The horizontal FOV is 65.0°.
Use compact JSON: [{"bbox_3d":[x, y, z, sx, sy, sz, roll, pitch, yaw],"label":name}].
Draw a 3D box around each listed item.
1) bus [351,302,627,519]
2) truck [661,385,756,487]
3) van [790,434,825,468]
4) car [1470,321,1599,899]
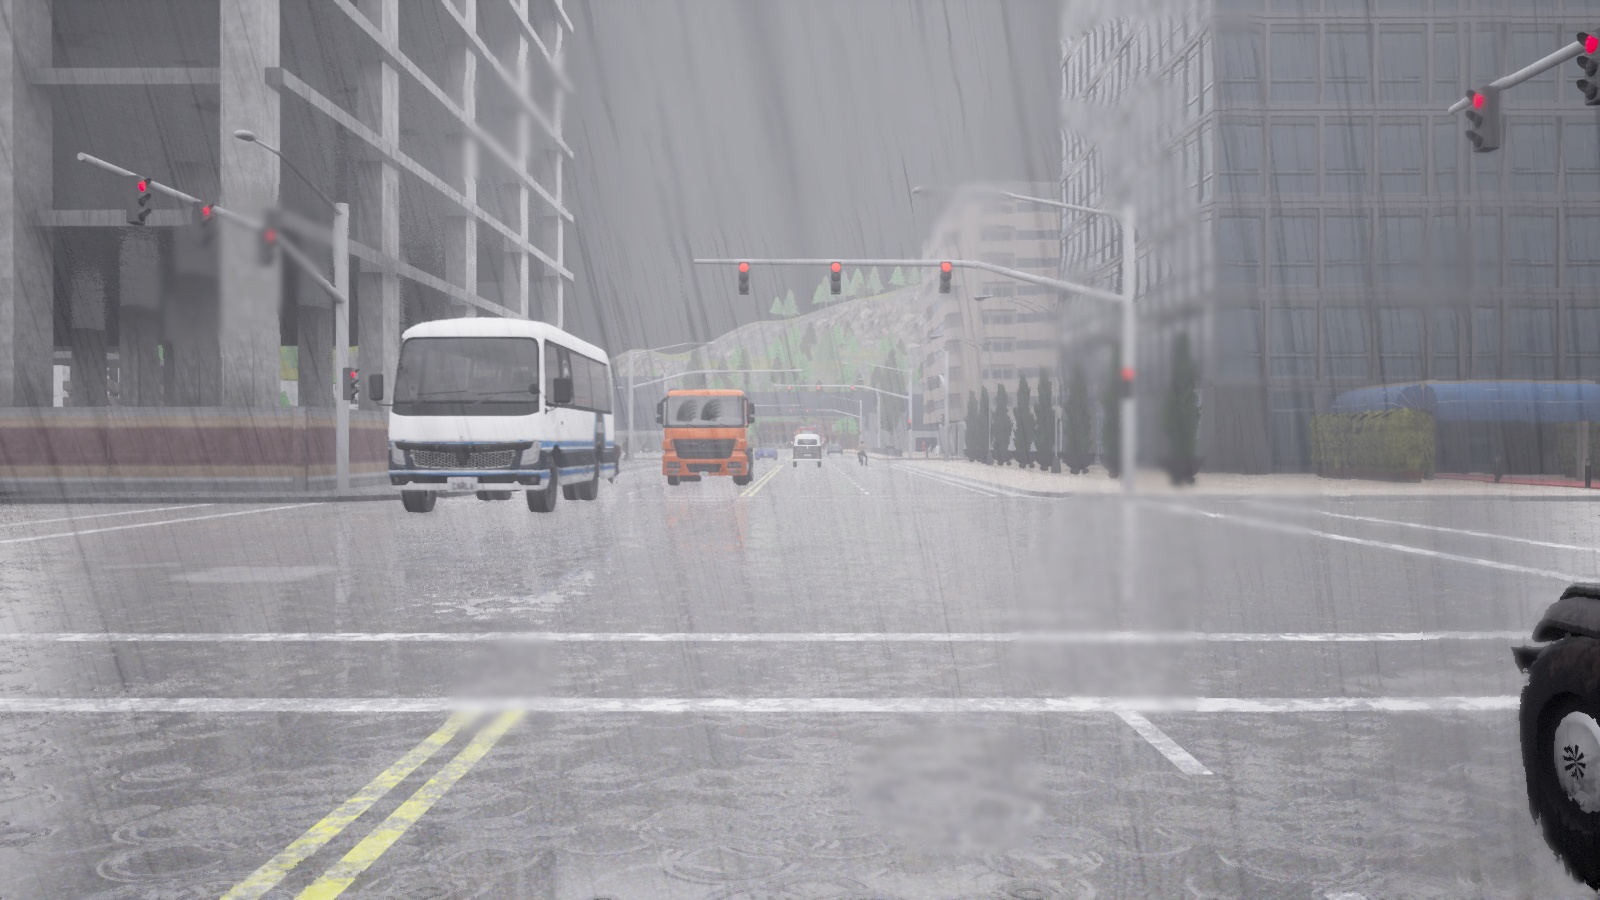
[{"bbox_3d":[-6.817,-0.803,29.779,3.944,4.253,10.273,0,0,0],"label":"bus"},{"bbox_3d":[-3.224,-0.500,46.272,2.891,3.462,7.936,0,0,0],"label":"truck"},{"bbox_3d":[0.452,0.032,77.677,2.069,2.038,4.480,0,0,0],"label":"van"},{"bbox_3d":[3.532,0.529,2.910,1.905,1.878,3.866,0,0,0],"label":"car"}]
